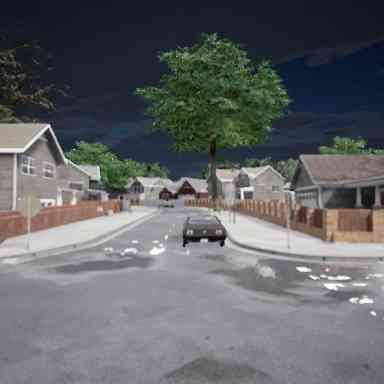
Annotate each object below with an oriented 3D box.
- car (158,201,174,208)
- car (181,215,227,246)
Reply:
[{"bbox_3d":[-5.096,2.423,64.368,1.994,1.385,4.181,1,-2,-27],"label":"car"},{"bbox_3d":[0.446,1.733,16.003,1.895,1.301,4.718,0,0,-2],"label":"car"}]
